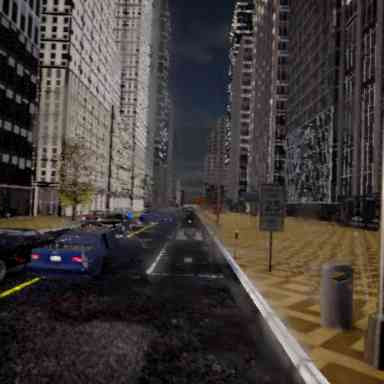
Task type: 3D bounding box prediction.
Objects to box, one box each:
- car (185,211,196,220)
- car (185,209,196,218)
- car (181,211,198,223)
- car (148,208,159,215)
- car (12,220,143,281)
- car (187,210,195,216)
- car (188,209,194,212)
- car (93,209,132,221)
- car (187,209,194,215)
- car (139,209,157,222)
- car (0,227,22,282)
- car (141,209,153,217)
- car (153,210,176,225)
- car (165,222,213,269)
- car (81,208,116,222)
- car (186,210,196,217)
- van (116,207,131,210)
[{"bbox_3d":[-0.276,4.099,58.442,1.802,1.307,4.206,2,-2,0],"label":"car"},{"bbox_3d":[-0.274,4.197,64.086,1.967,1.590,4.097,2,-2,0],"label":"car"},{"bbox_3d":[-0.260,3.121,35.893,1.947,1.339,4.313,2,-2,0],"label":"car"},{"bbox_3d":[-8.659,4.444,75.363,1.947,1.339,4.313,2,-2,0],"label":"car"},{"bbox_3d":[-3.237,1.916,11.207,2.033,1.411,5.357,2,-2,8],"label":"car"},{"bbox_3d":[-0.289,5.043,80.994,1.947,1.339,4.313,2,-2,0],"label":"car"},{"bbox_3d":[-0.271,3.843,52.805,1.947,1.339,4.313,2,-2,0],"label":"car"},{"bbox_3d":[-6.024,2.405,26.390,1.837,1.490,4.892,2,-2,0],"label":"car"},{"bbox_3d":[-0.296,5.501,92.270,1.887,1.381,4.507,2,-2,0],"label":"car"},{"bbox_3d":[-5.941,3.209,44.919,1.882,1.535,5.008,2,-2,0],"label":"car"},{"bbox_3d":[-6.024,1.819,10.485,1.895,1.301,4.718,2,-2,0],"label":"car"},{"bbox_3d":[-8.652,3.980,64.091,1.802,1.307,4.206,2,-2,0],"label":"car"},{"bbox_3d":[-2.841,3.084,38.058,2.033,1.411,5.357,2,-2,0],"label":"car"},{"bbox_3d":[-0.116,2.145,13.345,2.008,1.369,4.403,2,-2,0],"label":"car"},{"bbox_3d":[-8.626,2.395,30.279,1.967,1.590,4.097,2,-2,0],"label":"car"},{"bbox_3d":[-0.282,4.563,69.718,1.947,1.339,4.313,2,-2,0],"label":"car"},{"bbox_3d":[-8.630,2.778,41.556,1.690,1.788,3.998,2,-2,0],"label":"van"}]
